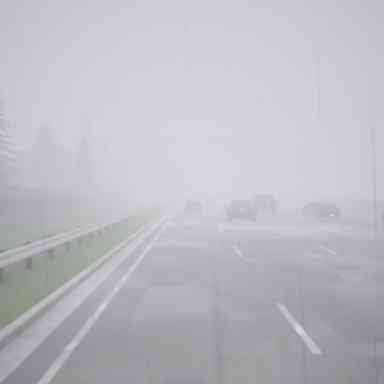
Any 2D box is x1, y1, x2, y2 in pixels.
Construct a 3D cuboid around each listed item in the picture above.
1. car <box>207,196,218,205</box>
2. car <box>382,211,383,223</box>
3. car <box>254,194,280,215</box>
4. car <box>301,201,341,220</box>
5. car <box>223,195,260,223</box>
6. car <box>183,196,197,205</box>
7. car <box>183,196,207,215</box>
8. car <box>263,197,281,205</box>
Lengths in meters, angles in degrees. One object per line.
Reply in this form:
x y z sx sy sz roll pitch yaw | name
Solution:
3.426 1.495 58.591 1.837 1.490 4.892 1 0 -3 | car
14.102 1.348 21.052 2.097 1.767 4.553 0 0 0 | car
7.103 1.214 34.153 2.150 2.045 5.566 0 0 0 | car
10.602 1.501 27.650 1.837 1.490 4.892 0 0 0 | car
3.603 1.348 25.937 2.097 1.767 4.553 0 0 0 | car
-0.423 1.468 61.755 1.882 1.535 5.008 1 0 -7 | car
0.102 1.486 34.076 2.128 1.511 4.902 0 0 0 | car
13.920 1.554 57.940 1.994 1.385 4.181 0 0 -3 | car
